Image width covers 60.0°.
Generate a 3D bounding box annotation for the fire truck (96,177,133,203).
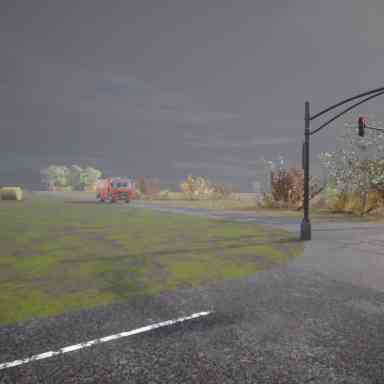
[{"bbox_3d":[-11.796,-0.354,50.011,2.891,3.827,8.468,1,0,-32],"label":"fire truck"}]
